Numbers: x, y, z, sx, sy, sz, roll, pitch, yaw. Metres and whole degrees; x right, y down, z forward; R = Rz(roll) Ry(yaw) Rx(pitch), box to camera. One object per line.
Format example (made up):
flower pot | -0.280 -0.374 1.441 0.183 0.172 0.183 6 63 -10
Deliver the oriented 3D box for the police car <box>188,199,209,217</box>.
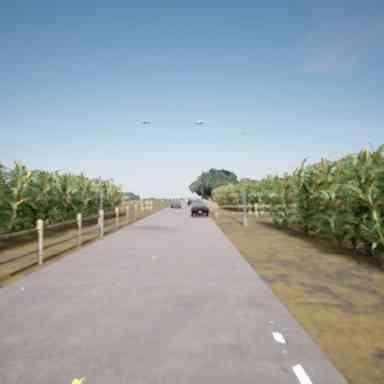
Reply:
police car | 0.816 1.799 36.105 1.930 1.638 5.238 0 -1 0

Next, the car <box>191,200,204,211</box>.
car | 0.813 2.029 51.997 1.882 1.535 5.008 0 -1 0

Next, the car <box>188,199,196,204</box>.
car | -0.020 2.526 86.436 1.895 1.301 4.718 0 -1 0

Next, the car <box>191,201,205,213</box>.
car | 0.814 1.986 45.997 1.837 1.490 4.892 0 -1 0

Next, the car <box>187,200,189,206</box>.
car | -0.017 2.189 71.408 1.882 1.535 5.008 0 -1 0

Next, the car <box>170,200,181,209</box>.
car | -2.808 2.171 57.833 2.033 1.411 5.357 0 -1 1
